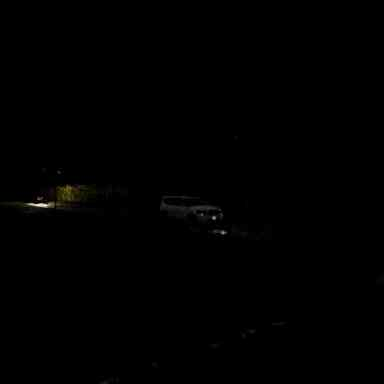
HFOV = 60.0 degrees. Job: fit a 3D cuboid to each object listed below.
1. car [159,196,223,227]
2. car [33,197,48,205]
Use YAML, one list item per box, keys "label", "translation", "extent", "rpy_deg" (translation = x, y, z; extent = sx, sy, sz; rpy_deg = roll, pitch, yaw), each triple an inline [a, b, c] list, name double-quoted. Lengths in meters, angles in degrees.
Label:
- label: "car"
  translation: [-0.238, 1.294, 23.502]
  extent: [2.150, 2.045, 5.566]
  rpy_deg: [-1, 1, -37]
- label: "car"
  translation: [-29.020, 1.651, 63.602]
  extent: [2.128, 1.511, 4.902]
  rpy_deg: [-1, 0, -35]
